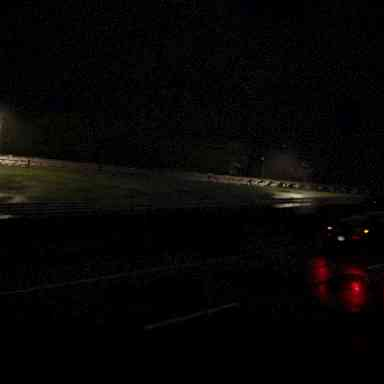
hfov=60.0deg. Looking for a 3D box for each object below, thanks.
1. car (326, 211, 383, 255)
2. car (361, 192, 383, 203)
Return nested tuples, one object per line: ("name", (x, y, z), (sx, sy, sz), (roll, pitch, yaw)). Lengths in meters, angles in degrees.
("car", (7.190, 1.492, 13.201), (4.674, 1.442, 1.812), (1, 0, -36))
("car", (27.260, 1.087, 49.001), (5.566, 2.045, 2.150), (0, 0, -35))
